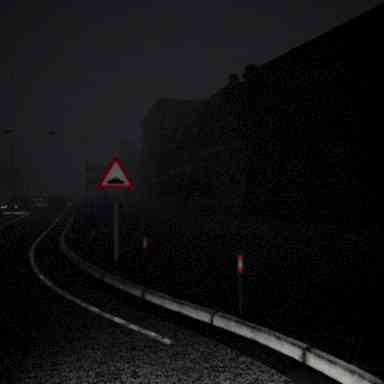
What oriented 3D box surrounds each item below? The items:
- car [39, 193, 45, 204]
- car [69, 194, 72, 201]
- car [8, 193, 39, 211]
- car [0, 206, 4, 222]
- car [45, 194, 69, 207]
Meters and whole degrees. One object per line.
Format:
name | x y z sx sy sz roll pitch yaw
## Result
car | -22.294 0.940 48.540 2.128 1.511 4.902 0 1 -17
car | -22.684 0.939 59.927 1.895 1.301 4.718 0 1 -17
car | -18.258 1.149 35.643 2.128 1.511 4.902 0 1 -17
car | -13.958 1.283 21.853 2.097 1.767 4.553 0 1 -17
car | -16.908 0.990 41.886 1.882 1.535 5.008 0 1 -17
